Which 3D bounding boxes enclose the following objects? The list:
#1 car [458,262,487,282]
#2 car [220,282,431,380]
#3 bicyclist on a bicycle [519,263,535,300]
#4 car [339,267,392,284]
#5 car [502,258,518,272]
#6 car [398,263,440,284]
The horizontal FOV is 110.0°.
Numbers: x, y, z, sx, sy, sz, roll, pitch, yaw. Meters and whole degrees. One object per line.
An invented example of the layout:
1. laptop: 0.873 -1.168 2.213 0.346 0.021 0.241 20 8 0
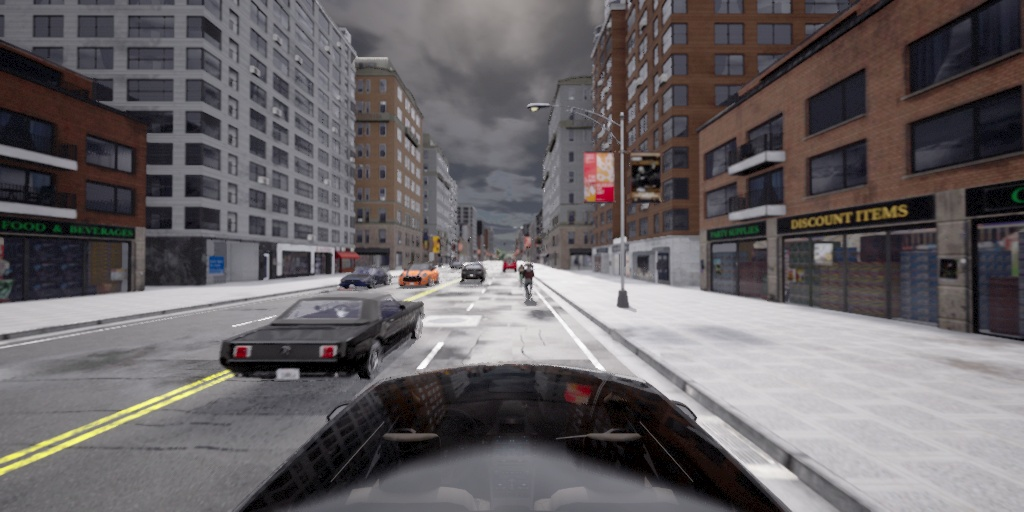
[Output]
1. car: -3.340 1.466 32.008 1.882 1.535 5.008 0 0 0
2. car: -3.180 1.395 7.299 1.895 1.301 4.718 0 0 0
3. bicyclist on a bicycle: 0.796 1.242 17.332 0.659 1.776 1.843 0 0 0
4. car: -9.996 1.484 25.017 2.033 1.411 5.357 0 0 0
5. car: -0.282 1.398 55.496 2.150 2.045 5.566 0 0 2
6. car: -6.755 1.298 26.407 2.097 1.767 4.553 0 0 0
